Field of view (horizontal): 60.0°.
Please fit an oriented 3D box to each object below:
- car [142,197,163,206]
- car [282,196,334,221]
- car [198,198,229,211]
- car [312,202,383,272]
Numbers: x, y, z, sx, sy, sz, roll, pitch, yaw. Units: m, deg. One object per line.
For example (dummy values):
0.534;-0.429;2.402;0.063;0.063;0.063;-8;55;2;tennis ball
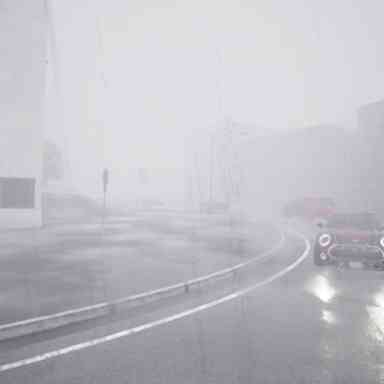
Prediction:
-5.855;1.368;49.266;1.994;1.385;4.181;2;0;-32;car
10.056;1.403;28.897;2.150;2.045;5.566;2;0;-17;car
2.680;1.552;42.403;1.882;1.535;5.008;2;0;-31;car
5.354;1.408;11.108;2.097;1.767;4.553;1;0;24;car
